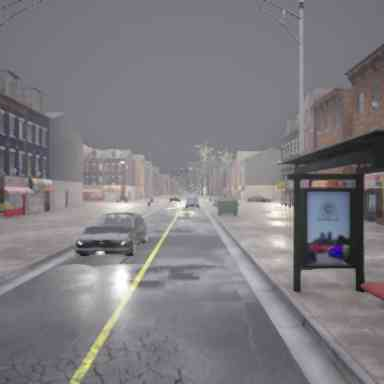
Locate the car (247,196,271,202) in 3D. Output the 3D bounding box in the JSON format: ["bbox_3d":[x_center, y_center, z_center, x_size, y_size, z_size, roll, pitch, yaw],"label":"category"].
[{"bbox_3d":[12.359,1.339,61.732,4.313,1.339,1.947,0,0,0],"label":"car"}]

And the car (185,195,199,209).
[{"bbox_3d":[0.060,1.414,43.550,2.033,1.411,5.357,0,0,0],"label":"car"}]

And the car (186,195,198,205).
[{"bbox_3d":[0.007,1.311,56.669,1.882,1.535,5.008,0,0,0],"label":"car"}]

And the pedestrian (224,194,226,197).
[{"bbox_3d":[3.014,1.044,30.328,0.375,1.860,0.375,0,0,-10],"label":"pedestrian"}]

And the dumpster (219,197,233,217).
[{"bbox_3d":[3.010,1.300,29.323,1.020,1.700,1.940,0,0,0],"label":"dumpster"}]

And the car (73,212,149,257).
[{"bbox_3d":[-2.851,1.501,13.019,2.033,1.411,5.357,0,0,0],"label":"car"}]
